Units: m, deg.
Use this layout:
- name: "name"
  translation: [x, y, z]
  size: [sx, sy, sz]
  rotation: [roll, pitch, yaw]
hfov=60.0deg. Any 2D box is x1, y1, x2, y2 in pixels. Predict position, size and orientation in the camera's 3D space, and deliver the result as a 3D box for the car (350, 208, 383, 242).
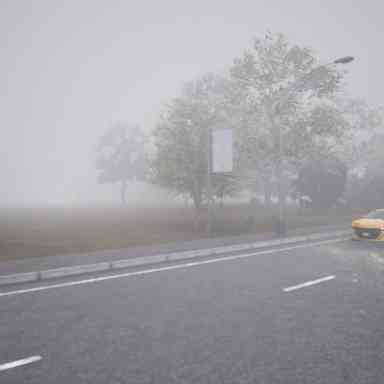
- name: "car"
  translation: [9.212, 1.486, 15.344]
  size: [5.008, 1.535, 1.882]
  rotation: [0, 0, -38]
